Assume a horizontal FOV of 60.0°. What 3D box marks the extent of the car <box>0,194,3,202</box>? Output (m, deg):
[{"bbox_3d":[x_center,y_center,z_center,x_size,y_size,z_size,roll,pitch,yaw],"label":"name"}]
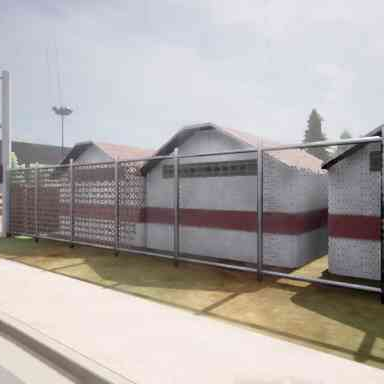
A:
[{"bbox_3d":[-22.535,1.222,39.964,2.150,2.045,5.566,0,0,37],"label":"car"}]
